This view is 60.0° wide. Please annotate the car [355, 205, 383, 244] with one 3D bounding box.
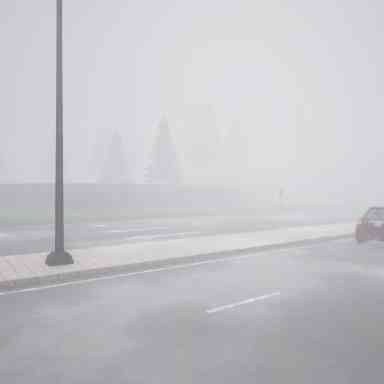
[{"bbox_3d":[9.194,1.352,14.604,4.553,1.767,2.097,0,0,-35],"label":"car"}]
